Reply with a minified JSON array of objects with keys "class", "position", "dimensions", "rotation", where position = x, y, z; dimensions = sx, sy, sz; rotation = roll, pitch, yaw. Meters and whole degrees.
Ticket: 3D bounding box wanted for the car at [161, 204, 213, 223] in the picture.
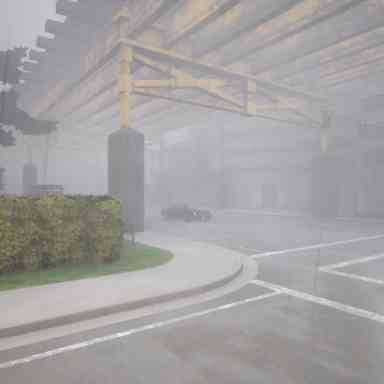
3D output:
[{"class":"car","position":[-0.478,1.599,25.754],"dimensions":[1.895,1.301,4.718],"rotation":[0,0,-36]}]
